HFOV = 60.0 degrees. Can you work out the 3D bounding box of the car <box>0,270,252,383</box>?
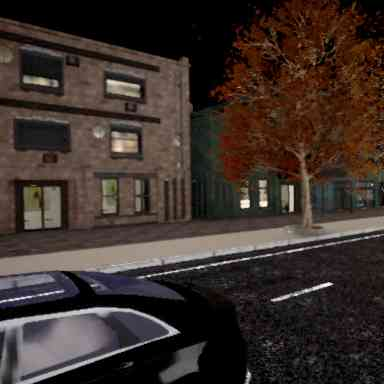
[{"bbox_3d":[-1.734,1.493,2.451,4.902,1.511,2.128,-1,0,-36],"label":"car"}]
